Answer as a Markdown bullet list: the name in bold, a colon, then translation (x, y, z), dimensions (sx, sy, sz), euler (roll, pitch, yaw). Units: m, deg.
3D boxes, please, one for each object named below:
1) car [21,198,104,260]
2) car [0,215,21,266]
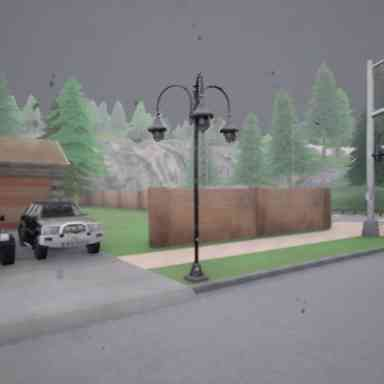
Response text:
- **car**: translation (-4.841, 1.159, 11.885), dimensions (1.932, 1.855, 4.605), euler (0, 0, -36)
- **car**: translation (-6.658, 1.173, 10.104), dimensions (1.905, 1.878, 3.866), euler (0, 0, -36)
